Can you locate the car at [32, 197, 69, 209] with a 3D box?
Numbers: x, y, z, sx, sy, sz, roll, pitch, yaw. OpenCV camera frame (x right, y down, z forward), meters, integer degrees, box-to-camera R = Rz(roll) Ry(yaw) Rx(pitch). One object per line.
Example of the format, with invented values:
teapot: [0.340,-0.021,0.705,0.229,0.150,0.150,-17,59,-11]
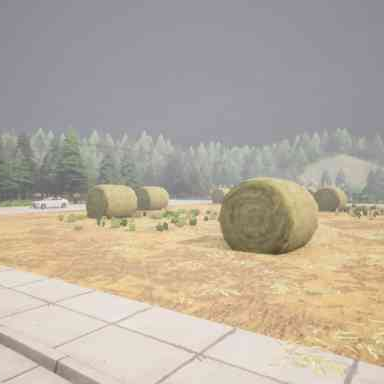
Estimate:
car: [-18.422,1.404,43.468,1.812,1.442,4.674,0,0,36]
